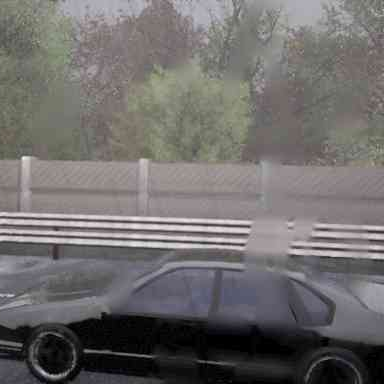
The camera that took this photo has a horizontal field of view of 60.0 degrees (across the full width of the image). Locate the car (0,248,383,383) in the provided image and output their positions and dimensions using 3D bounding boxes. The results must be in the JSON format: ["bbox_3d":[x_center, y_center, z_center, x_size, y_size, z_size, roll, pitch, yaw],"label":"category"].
[{"bbox_3d":[0.217,1.501,4.352,5.357,1.411,2.033,1,1,8],"label":"car"}]
